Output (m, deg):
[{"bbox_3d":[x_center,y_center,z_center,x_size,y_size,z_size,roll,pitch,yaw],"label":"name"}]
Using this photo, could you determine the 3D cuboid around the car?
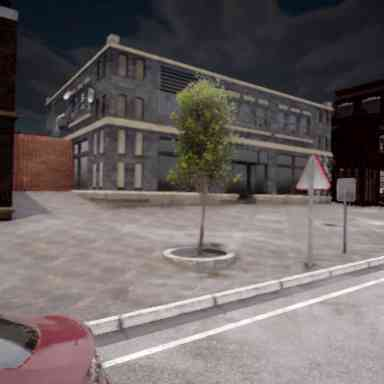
[{"bbox_3d":[-2.676,1.467,1.471,4.674,1.442,1.812,-1,1,-35],"label":"car"}]
